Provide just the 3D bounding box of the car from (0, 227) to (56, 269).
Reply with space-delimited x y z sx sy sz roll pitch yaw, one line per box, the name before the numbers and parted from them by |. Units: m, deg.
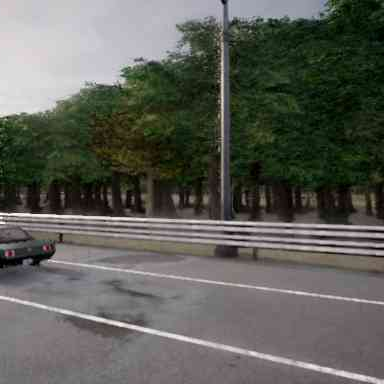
car | -6.805 1.808 10.973 4.718 1.301 1.895 -1 -1 29
